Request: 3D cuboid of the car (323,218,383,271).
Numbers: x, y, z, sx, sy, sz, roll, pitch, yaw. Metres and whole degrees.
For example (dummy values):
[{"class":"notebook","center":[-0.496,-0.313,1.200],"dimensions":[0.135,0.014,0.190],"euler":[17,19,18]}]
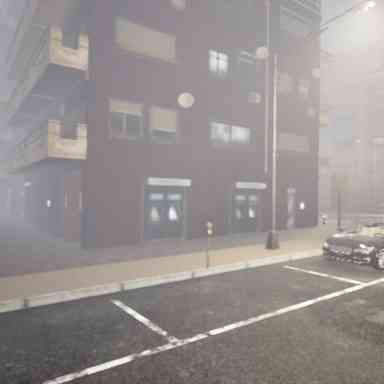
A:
[{"class":"car","center":[6.118,1.584,11.019],"dimensions":[4.403,1.369,2.008],"euler":[0,1,-35]}]
